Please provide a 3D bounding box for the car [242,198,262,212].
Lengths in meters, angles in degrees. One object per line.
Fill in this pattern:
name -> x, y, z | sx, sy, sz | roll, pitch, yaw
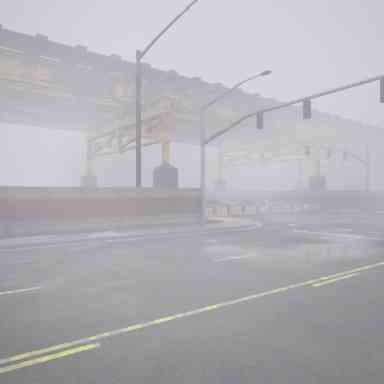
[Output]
car -> 6.067, 1.453, 36.377 | 2.038, 1.542, 4.974 | 0, 0, 18

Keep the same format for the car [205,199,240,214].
car -> 2.270, 1.295, 33.700 | 4.536, 1.218, 1.853 | 0, 0, 8

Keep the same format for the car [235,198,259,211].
car -> 6.083, 1.295, 36.427 | 1.853, 1.218, 4.536 | 0, 0, 18

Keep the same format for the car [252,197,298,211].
car -> 9.978, 1.453, 40.136 | 4.974, 1.542, 2.038 | 0, 0, -7

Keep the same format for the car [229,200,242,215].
car -> 2.321, 1.453, 33.693 | 4.974, 1.542, 2.038 | 0, 0, 8

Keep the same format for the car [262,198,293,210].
car -> 9.926, 1.295, 40.130 | 4.536, 1.218, 1.853 | 0, 0, -7
